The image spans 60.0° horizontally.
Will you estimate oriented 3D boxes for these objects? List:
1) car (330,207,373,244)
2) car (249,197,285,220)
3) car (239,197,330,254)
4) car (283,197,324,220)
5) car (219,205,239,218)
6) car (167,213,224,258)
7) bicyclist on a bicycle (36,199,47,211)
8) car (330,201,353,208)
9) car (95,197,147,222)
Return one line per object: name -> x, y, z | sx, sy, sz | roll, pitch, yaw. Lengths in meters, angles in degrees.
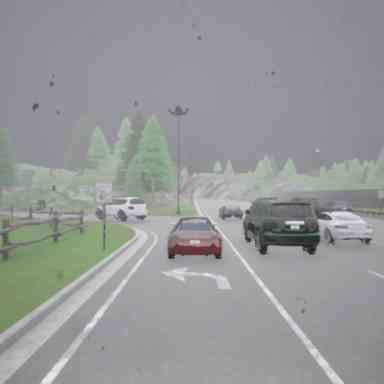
car -> 7.110, 1.682, 16.491 | 1.812, 1.442, 4.674 | 0, -1, 0
car -> 7.122, 1.526, 32.246 | 2.150, 2.045, 5.566 | 0, -1, 0
car -> 3.606, 1.357, 14.301 | 2.150, 2.045, 5.566 | 0, -1, 0
car -> 10.622, 1.526, 32.219 | 2.150, 2.045, 5.566 | 0, -1, 0
car -> 3.621, 1.900, 31.617 | 1.895, 1.301, 4.718 | 0, -1, 0
car -> 0.097, 1.691, 13.299 | 1.994, 1.385, 4.181 | 0, -1, 0
bicyclist on a bicycle -> -19.754, 1.719, 44.175 | 0.582, 1.620, 1.656 | 0, 0, 8
car -> 14.121, 1.663, 32.931 | 2.097, 1.767, 4.553 | 0, -1, 0
car -> -6.357, 1.502, 29.690 | 5.566, 2.045, 2.150 | -1, -1, 41
